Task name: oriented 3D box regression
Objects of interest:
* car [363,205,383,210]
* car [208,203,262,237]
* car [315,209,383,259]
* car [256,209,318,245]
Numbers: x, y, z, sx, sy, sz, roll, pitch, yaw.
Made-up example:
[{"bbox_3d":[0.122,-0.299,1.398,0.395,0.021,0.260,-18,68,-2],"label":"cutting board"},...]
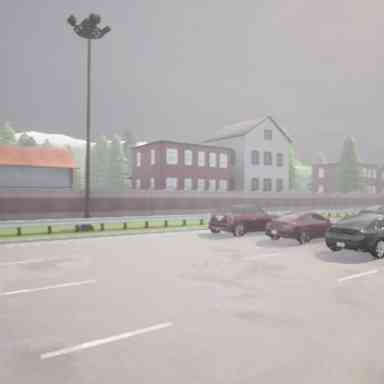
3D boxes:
[{"bbox_3d":[15.808,1.839,28.009,4.674,1.442,1.812,0,0,-35],"label":"car"},{"bbox_3d":[3.210,1.498,19.029,4.553,1.767,2.097,1,-1,-35],"label":"car"},{"bbox_3d":[7.338,1.655,13.375,4.892,1.490,1.837,0,0,-35],"label":"car"},{"bbox_3d":[5.628,1.677,16.449,4.674,1.442,1.812,0,0,-35],"label":"car"}]
